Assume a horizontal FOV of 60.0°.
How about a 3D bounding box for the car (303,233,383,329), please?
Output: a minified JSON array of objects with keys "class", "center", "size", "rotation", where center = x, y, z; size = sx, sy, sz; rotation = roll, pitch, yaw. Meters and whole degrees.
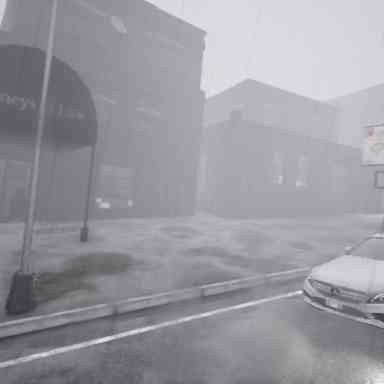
[{"class":"car","center":[4.286,1.566,6.659],"size":[4.674,1.442,1.812],"rotation":[0,0,-32]}]
